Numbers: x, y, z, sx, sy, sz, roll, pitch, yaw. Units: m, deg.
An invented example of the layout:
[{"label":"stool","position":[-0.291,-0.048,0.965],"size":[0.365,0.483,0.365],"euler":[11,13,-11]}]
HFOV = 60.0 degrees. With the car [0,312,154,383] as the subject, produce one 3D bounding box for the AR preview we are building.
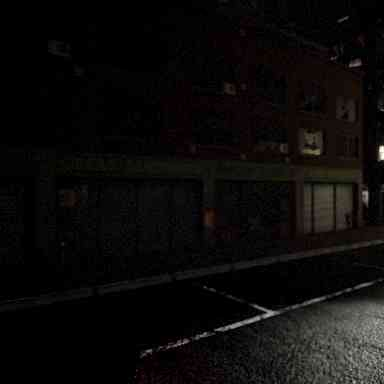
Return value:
[{"label":"car","position":[-2.389,1.523,1.663],"size":[4.674,1.442,1.812],"euler":[0,0,-35]}]
